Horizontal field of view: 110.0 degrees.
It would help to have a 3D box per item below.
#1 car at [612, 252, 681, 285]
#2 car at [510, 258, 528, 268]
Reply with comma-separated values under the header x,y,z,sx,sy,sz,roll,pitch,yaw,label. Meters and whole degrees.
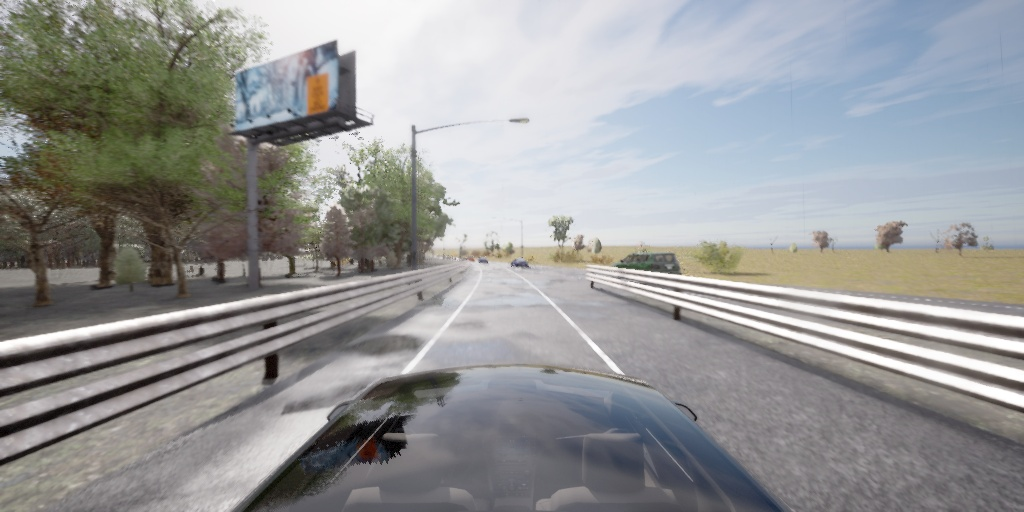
x,y,z,sx,sy,sz,roll,pitch,yaw,label
8.675,0.774,23.798,2.150,2.045,5.566,-1,0,-14,car
1.075,1.050,53.823,1.812,1.442,4.674,-1,0,-14,car
